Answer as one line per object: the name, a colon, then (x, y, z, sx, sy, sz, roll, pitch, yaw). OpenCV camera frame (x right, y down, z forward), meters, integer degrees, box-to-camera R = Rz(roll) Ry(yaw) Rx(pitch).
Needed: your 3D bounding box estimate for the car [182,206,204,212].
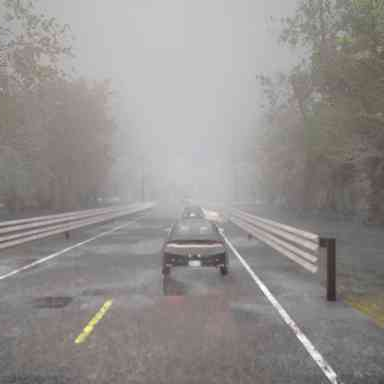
car: (0.095, 1.907, 28.842, 2.033, 1.411, 5.357, 0, -1, 0)

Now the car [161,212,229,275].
car: (0.086, 1.630, 10.905, 2.128, 1.511, 4.902, 0, -1, 0)
